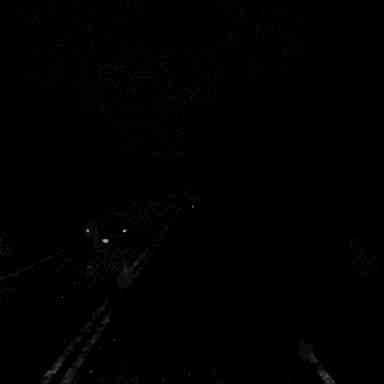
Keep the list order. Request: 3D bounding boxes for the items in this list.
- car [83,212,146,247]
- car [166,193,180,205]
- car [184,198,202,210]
[{"bbox_3d":[-3.345,1.593,15.145,1.895,1.301,4.718,0,0,0],"label":"car"},{"bbox_3d":[-3.277,1.206,57.296,2.150,2.045,5.566,0,0,1],"label":"car"},{"bbox_3d":[0.113,1.474,41.415,1.837,1.490,4.892,0,0,0],"label":"car"}]
